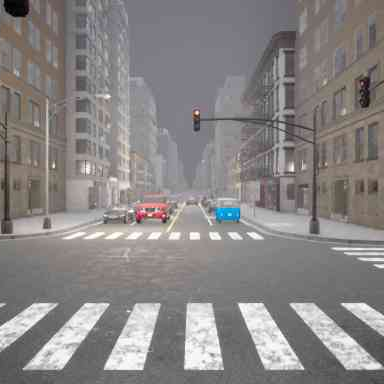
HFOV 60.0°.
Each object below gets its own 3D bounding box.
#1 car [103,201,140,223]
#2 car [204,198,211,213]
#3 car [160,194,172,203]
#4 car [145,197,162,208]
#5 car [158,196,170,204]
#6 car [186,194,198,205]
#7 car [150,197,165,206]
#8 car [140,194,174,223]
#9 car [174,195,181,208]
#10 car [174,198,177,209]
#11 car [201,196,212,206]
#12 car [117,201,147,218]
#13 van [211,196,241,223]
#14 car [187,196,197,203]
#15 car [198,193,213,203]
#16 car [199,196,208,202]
[{"bbox_3d":[-5.418,1.549,24.910,2.008,1.369,4.403,0,0,0],"label":"car"},{"bbox_3d":[2.594,1.580,36.290,1.802,1.307,4.206,0,0,0],"label":"car"},{"bbox_3d":[-5.471,1.292,70.365,2.192,1.841,5.009,0,0,0],"label":"car"},{"bbox_3d":[-5.444,1.519,47.468,1.752,1.417,4.829,0,0,0],"label":"car"},{"bbox_3d":[-5.464,1.547,64.683,1.947,1.339,4.313,0,0,0],"label":"car"},{"bbox_3d":[0.033,1.551,56.411,1.994,1.385,4.181,0,0,0],"label":"car"},{"bbox_3d":[-5.451,1.556,53.320,1.947,1.339,4.313,0,0,0],"label":"car"},{"bbox_3d":[-2.878,1.220,25.592,2.150,2.045,5.566,0,0,0],"label":"car"},{"bbox_3d":[-2.889,1.500,45.469,1.837,1.490,4.892,0,0,0],"label":"car"},{"bbox_3d":[-2.894,1.599,35.409,1.895,1.301,4.718,0,0,0],"label":"car"},{"bbox_3d":[2.581,1.576,47.653,1.802,1.307,4.206,0,0,0],"label":"car"},{"bbox_3d":[-5.425,1.543,30.592,1.887,1.381,4.507,0,0,0],"label":"car"},{"bbox_3d":[2.607,1.340,24.928,1.690,1.788,3.998,0,0,0],"label":"van"},{"bbox_3d":[0.016,1.579,68.732,1.895,1.301,4.718,0,0,0],"label":"car"},{"bbox_3d":[2.574,1.305,53.335,2.192,1.841,5.009,0,0,0],"label":"car"},{"bbox_3d":[2.547,1.524,76.060,2.008,1.369,4.403,0,0,0],"label":"car"}]
